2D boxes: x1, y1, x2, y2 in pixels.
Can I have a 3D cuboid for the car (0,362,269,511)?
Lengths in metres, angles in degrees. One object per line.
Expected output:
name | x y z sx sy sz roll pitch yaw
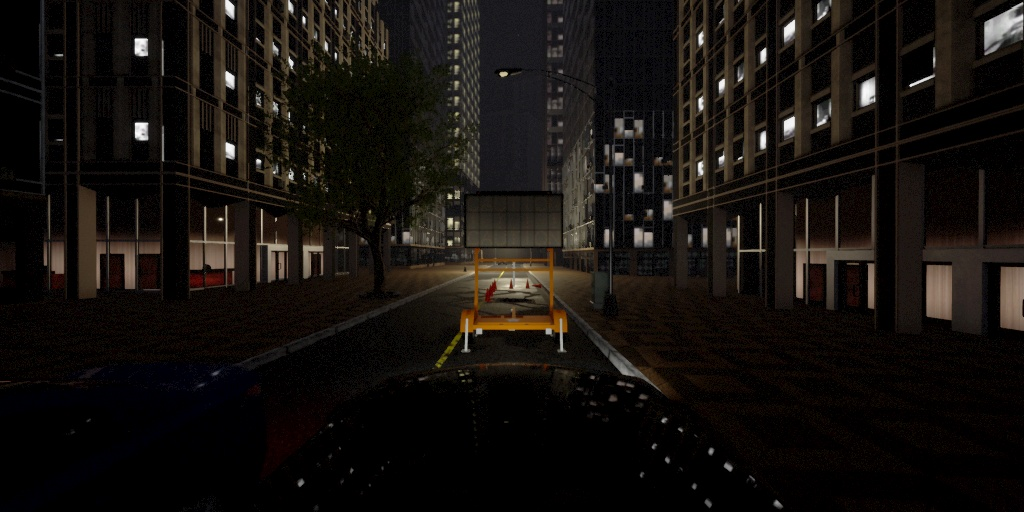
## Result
car | -2.751 1.228 0.560 1.882 1.535 5.008 0 0 0

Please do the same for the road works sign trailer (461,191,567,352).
road works sign trailer | 0.047 0.214 8.878 2.380 3.560 2.880 0 0 0
